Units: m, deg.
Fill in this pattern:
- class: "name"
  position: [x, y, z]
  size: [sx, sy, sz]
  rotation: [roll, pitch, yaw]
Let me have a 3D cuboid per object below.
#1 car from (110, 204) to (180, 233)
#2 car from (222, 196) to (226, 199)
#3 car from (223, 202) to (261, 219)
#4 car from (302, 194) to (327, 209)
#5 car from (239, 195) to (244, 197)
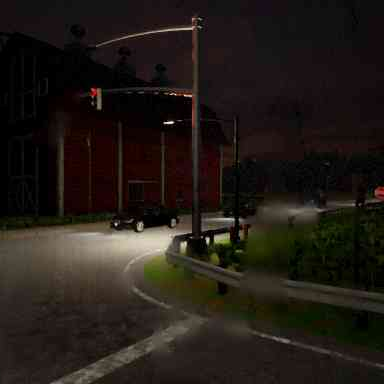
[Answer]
- class: "car"
  position: [-2.704, 1.531, 20.137]
  size: [1.837, 1.490, 4.892]
  rotation: [0, 0, 37]
- class: "car"
  position: [6.341, 1.532, 78.050]
  size: [1.816, 1.474, 4.193]
  rotation: [0, 0, 36]
- class: "car"
  position: [4.504, 1.591, 29.801]
  size: [1.994, 1.385, 4.181]
  rotation: [0, 0, 37]
- class: "car"
  position: [17.320, 1.251, 46.880]
  size: [2.150, 2.045, 5.566]
  rotation: [0, 0, 37]
- class: "car"
  position: [12.940, 1.547, 89.158]
  size: [1.784, 1.438, 3.905]
  rotation: [0, 0, 36]
